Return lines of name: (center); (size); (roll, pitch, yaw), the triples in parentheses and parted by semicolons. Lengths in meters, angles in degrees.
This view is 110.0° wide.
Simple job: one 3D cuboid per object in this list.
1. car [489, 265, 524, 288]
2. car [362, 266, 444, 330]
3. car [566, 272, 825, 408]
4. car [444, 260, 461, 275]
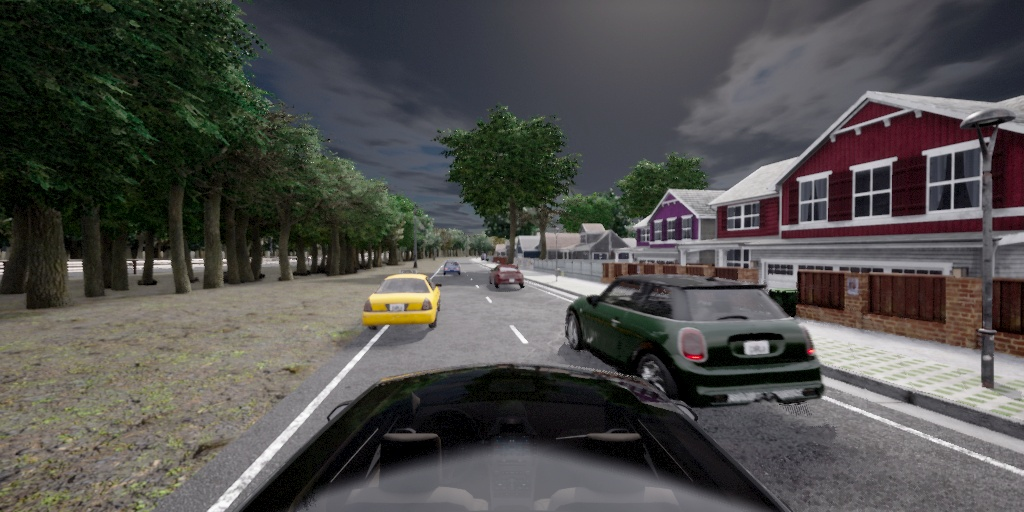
car: (-0.402, 1.294, 23.679); (1.812, 1.442, 4.674); (0, 0, -10)
car: (-3.186, 1.208, 11.136); (1.801, 1.575, 5.366); (0, 0, -10)
car: (2.522, 1.102, 6.304); (2.097, 1.767, 4.553); (0, 0, -9)
car: (-6.589, 1.343, 39.224); (2.033, 1.411, 5.357); (0, 0, -10)
